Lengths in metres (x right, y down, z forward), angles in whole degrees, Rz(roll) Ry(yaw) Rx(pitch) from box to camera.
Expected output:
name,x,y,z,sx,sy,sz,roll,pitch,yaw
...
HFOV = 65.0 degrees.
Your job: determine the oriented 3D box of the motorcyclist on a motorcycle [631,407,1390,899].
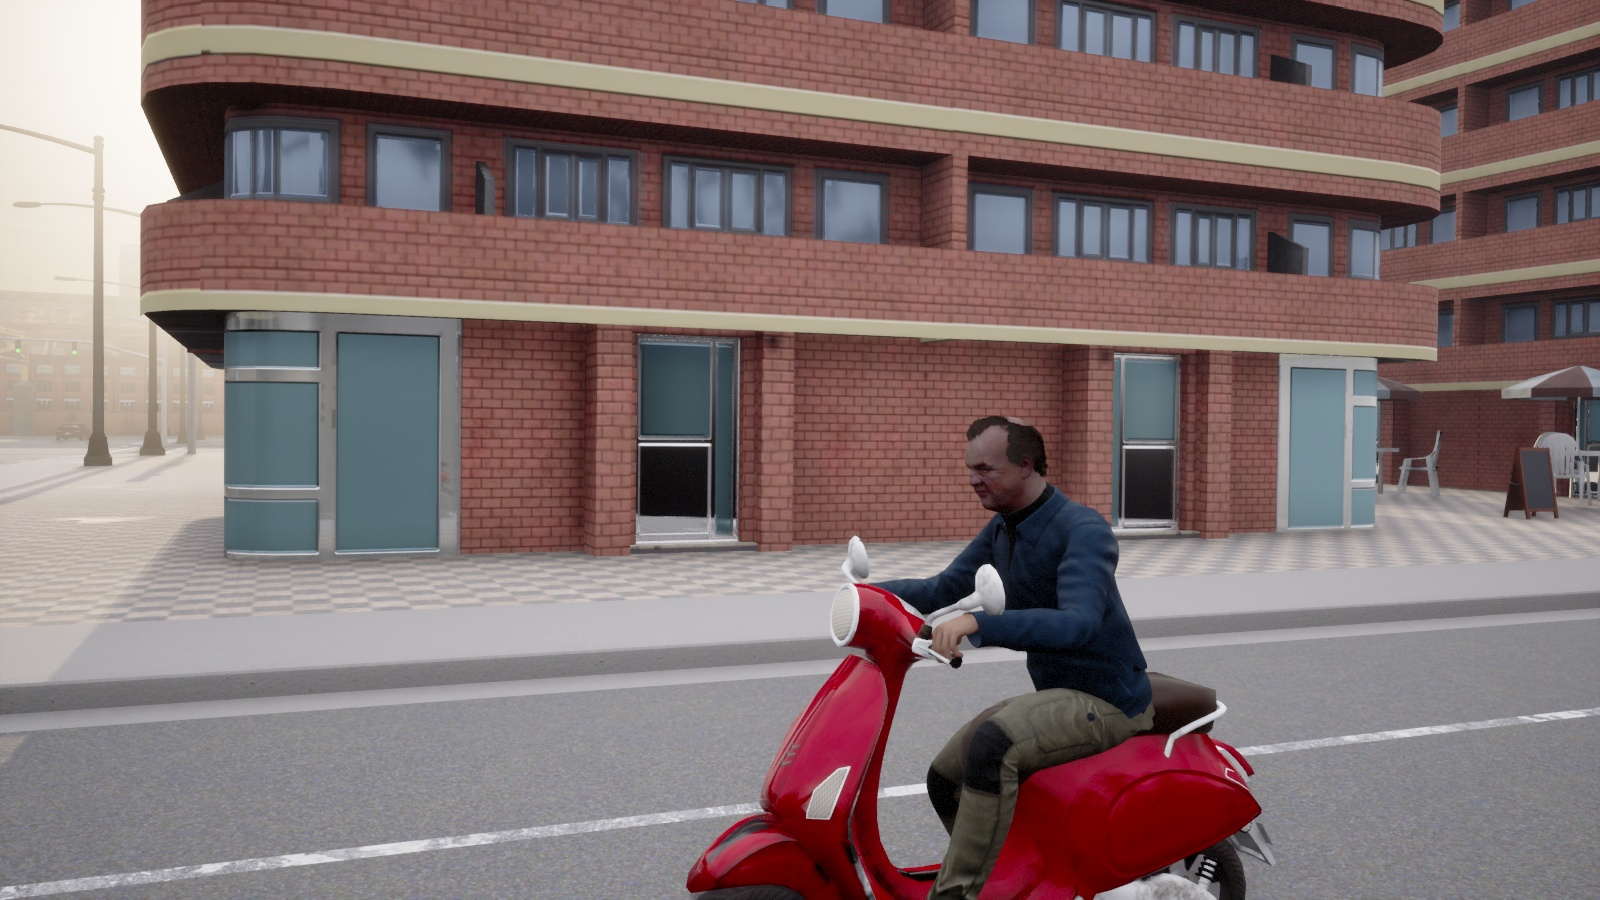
name,x,y,z,sx,sy,sz,roll,pitch,yaw
motorcyclist on a motorcycle,0.546,0.691,3.382,1.817,1.590,0.866,-1,1,-21
